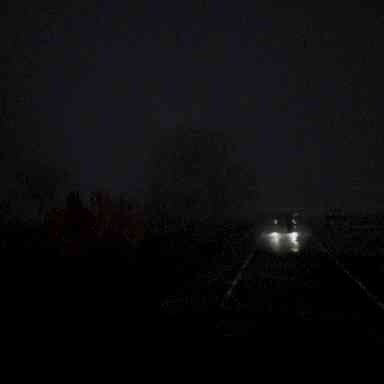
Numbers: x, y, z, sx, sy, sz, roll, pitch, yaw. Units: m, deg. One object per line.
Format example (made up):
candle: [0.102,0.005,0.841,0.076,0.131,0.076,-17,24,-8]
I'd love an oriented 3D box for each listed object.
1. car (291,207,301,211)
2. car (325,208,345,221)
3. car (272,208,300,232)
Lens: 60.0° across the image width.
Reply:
car: [27.037,4.946,88.432,2.097,1.767,4.553,-3,-3,20]
car: [19.971,3.089,46.687,2.097,1.767,4.553,-3,-3,15]
car: [8.433,2.634,30.348,2.097,1.767,4.553,-3,-3,15]
